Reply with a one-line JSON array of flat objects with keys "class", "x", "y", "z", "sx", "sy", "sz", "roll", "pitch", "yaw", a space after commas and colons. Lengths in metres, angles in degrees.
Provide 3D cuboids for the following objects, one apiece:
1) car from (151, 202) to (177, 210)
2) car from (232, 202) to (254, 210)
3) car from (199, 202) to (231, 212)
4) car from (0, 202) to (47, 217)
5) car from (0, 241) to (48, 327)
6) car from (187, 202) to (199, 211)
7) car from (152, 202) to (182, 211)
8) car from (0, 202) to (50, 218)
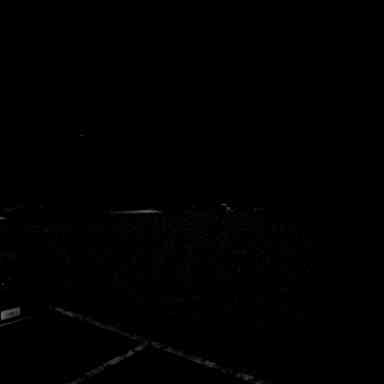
[{"class": "car", "x": -4.751, "y": 2.443, "z": 57.361, "sx": 1.895, "sy": 1.301, "sz": 4.718, "roll": 0, "pitch": -1, "yaw": 37}, {"class": "car", "x": 9.664, "y": 2.603, "z": 60.536, "sx": 1.994, "sy": 1.385, "sz": 4.181, "roll": 0, "pitch": -1, "yaw": 36}, {"class": "car", "x": 3.623, "y": 2.347, "z": 52.129, "sx": 1.837, "sy": 1.490, "sz": 4.892, "roll": 0, "pitch": -1, "yaw": 36}, {"class": "car", "x": -19.187, "y": 1.882, "z": 37.564, "sx": 1.837, "sy": 1.490, "sz": 4.892, "roll": 0, "pitch": -1, "yaw": 36}, {"class": "car", "x": -4.418, "y": 1.546, "z": 6.159, "sx": 4.403, "sy": 1.369, "sz": 2.008, "roll": 0, "pitch": 0, "yaw": 36}, {"class": "car", "x": 1.148, "y": 2.343, "z": 54.255, "sx": 2.128, "sy": 1.511, "sz": 4.902, "roll": 0, "pitch": -1, "yaw": 37}, {"class": "car", "x": -3.614, "y": 2.283, "z": 53.424, "sx": 2.128, "sy": 1.511, "sz": 4.902, "roll": 0, "pitch": -1, "yaw": 36}, {"class": "car", "x": -17.244, "y": 1.876, "z": 34.678, "sx": 1.812, "sy": 1.442, "sz": 4.674, "roll": 0, "pitch": -1, "yaw": 36}]
